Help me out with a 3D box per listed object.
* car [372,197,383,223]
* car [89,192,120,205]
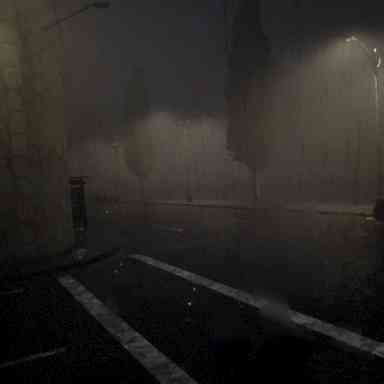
[{"bbox_3d":[8.825,0.620,11.304,2.128,1.511,4.902,-6,3,-36],"label":"car"},{"bbox_3d":[-10.031,0.689,37.571,2.033,1.411,5.357,-6,3,-36],"label":"car"}]
